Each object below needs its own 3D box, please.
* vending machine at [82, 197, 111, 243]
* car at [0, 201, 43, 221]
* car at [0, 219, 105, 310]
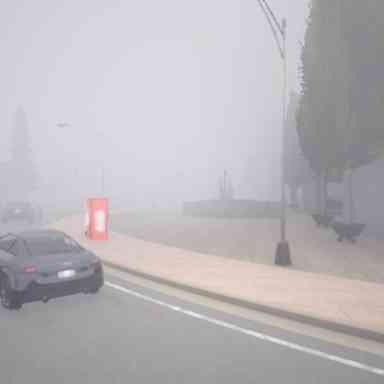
[{"bbox_3d":[-4.545,1.273,15.808,1.100,2.100,0.880,1,0,-32],"label":"vending machine"},{"bbox_3d":[-13.043,1.442,25.900,2.097,1.767,4.553,1,0,-14],"label":"car"},{"bbox_3d":[-3.852,1.596,8.075,1.994,1.385,4.181,1,0,-43],"label":"car"}]
